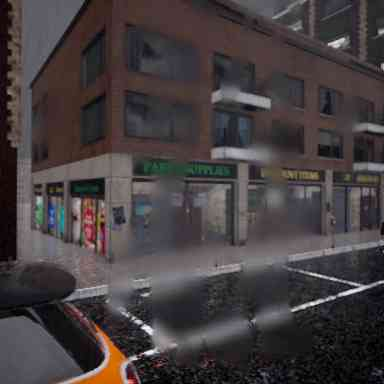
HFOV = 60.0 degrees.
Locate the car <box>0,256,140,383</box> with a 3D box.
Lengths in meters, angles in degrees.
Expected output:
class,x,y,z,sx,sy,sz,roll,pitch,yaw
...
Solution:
class,x,y,z,sx,sy,sz,roll,pitch,yaw
car,-2.501,1.344,1.613,4.553,1.767,2.097,0,0,-35
